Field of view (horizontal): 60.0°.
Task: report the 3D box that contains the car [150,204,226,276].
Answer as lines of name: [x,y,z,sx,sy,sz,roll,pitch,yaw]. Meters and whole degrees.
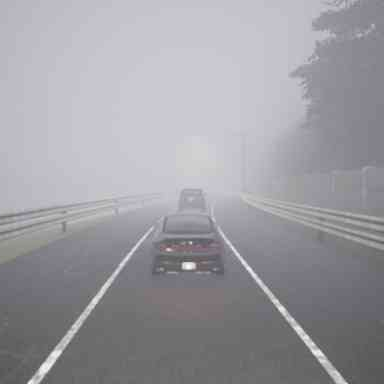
car: [-0.138,1.317,9.705,1.837,1.490,4.892,0,1,-2]

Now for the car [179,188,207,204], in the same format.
car: [0.099,0.665,28.490,2.150,2.045,5.566,0,1,3]
